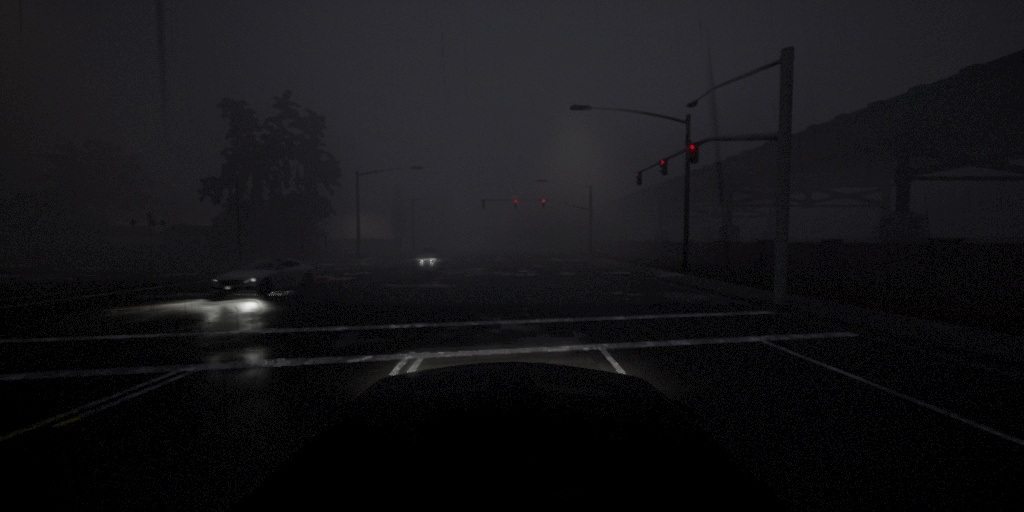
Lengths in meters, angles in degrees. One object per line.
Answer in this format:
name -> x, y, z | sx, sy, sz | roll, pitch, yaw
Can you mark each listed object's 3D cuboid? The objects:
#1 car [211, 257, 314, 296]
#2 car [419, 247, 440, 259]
car -> -10.496, 0.808, 15.561 | 1.812, 1.442, 4.674 | 0, 2, 0
car -> -10.495, -0.426, 45.671 | 1.994, 1.385, 4.181 | 0, 3, 0
